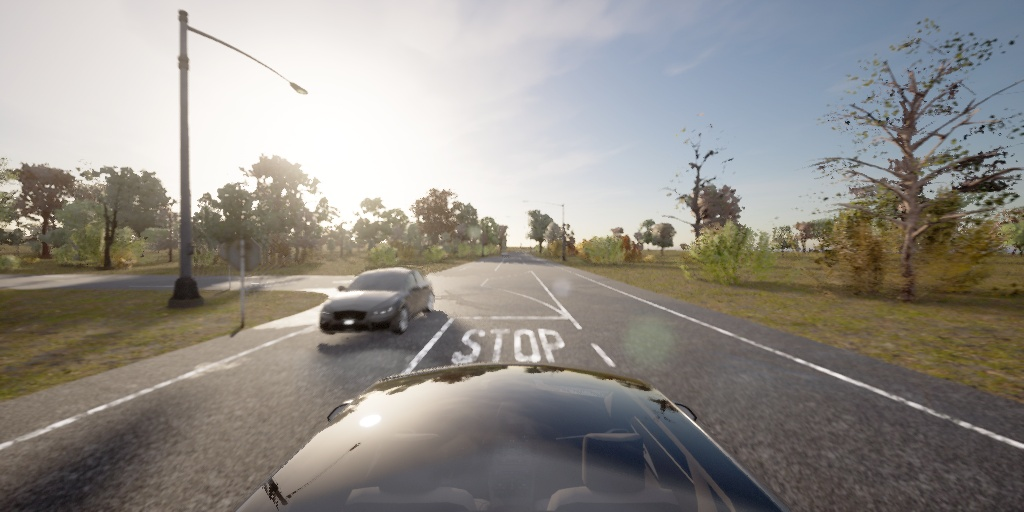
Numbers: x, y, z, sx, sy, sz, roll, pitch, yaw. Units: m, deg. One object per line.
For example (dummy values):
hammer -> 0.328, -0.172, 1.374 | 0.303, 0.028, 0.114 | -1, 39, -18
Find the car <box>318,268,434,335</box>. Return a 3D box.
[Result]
car -> -3.502, 1.126, 10.127 | 1.837, 1.490, 4.892 | 0, 1, 0
